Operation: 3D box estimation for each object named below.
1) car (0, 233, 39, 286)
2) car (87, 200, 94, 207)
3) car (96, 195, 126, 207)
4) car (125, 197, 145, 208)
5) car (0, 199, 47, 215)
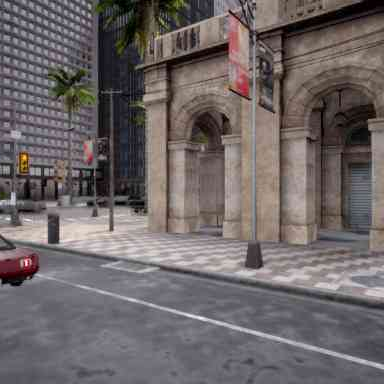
[{"bbox_3d":[-5.828,1.601,8.200,4.718,1.301,1.895,0,0,37],"label":"car"},{"bbox_3d":[-13.928,1.513,51.276,2.161,1.482,4.786,0,0,35],"label":"car"},{"bbox_3d":[-11.415,1.351,49.472,2.097,1.767,4.553,0,0,36],"label":"car"},{"bbox_3d":[-7.193,1.601,49.343,1.895,1.301,4.718,0,0,36],"label":"car"},{"bbox_3d":[-17.877,1.547,34.518,2.033,1.411,5.357,0,0,36],"label":"car"}]
